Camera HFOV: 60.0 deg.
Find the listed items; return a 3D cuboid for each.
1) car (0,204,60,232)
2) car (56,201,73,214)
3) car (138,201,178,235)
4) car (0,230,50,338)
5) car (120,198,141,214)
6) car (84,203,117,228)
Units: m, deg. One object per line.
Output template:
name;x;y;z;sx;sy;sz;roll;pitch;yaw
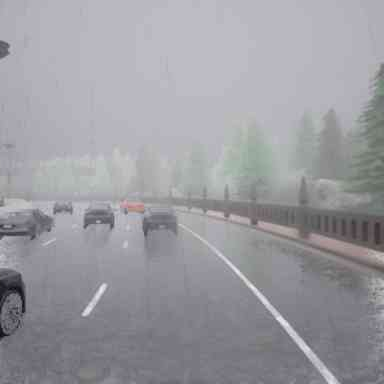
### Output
car;-8.639;1.587;17.304;2.033;1.411;5.357;0;0;-10
car;-14.112;1.669;36.438;1.895;1.301;4.718;0;0;-21
car;-1.948;1.520;19.154;1.837;1.490;4.892;0;0;-10
car;-3.665;1.507;3.711;2.128;1.511;4.902;0;0;-2
car;-6.467;1.392;35.799;2.097;1.767;4.553;0;0;-19
car;-6.186;1.538;22.438;1.837;1.490;4.892;0;0;-13
